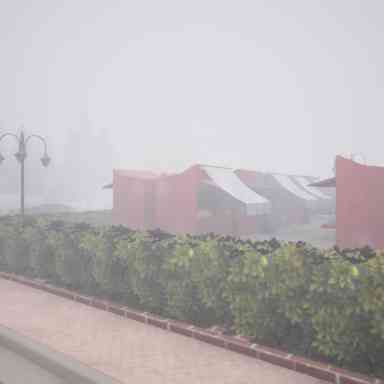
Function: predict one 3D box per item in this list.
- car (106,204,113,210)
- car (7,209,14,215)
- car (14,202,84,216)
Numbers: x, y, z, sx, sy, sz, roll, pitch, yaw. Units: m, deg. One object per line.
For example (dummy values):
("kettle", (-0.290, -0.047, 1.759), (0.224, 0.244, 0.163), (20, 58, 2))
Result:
("car", (-7.067, 1.547, 36.169), (2.128, 1.511, 4.902), (0, 0, 36))
("car", (-12.968, 1.581, 28.004), (1.812, 1.442, 4.674), (0, 0, 35))
("car", (-10.405, 1.560, 25.270), (1.837, 1.490, 4.892), (0, 0, 36))
